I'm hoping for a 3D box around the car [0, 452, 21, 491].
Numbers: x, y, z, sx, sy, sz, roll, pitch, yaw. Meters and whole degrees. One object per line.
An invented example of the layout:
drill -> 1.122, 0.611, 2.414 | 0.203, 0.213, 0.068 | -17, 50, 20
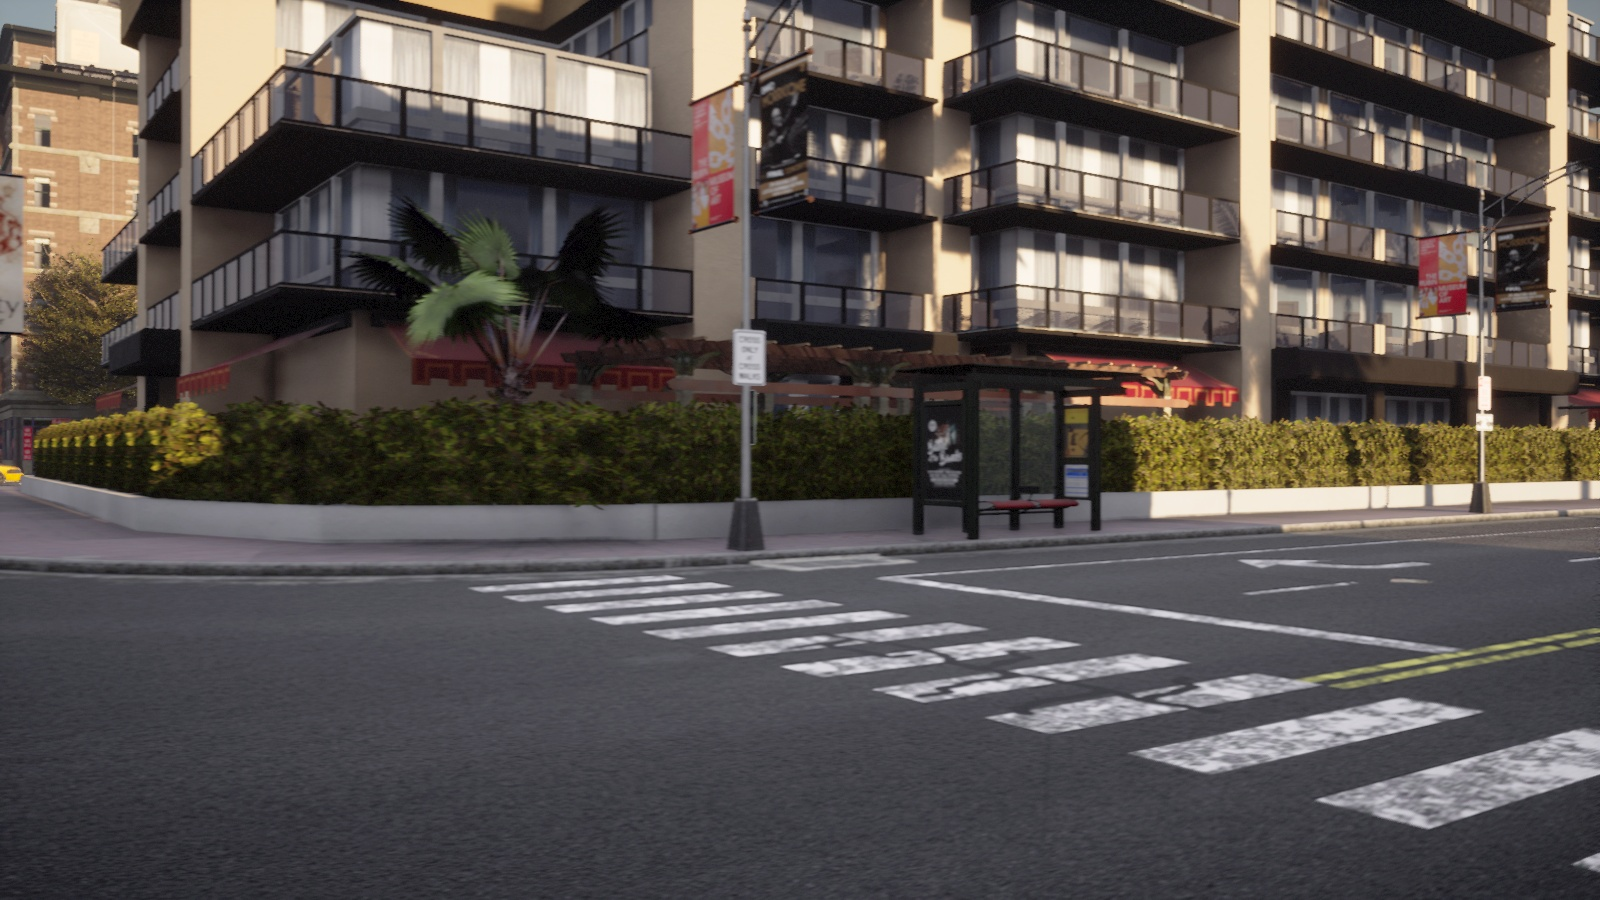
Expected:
car -> -34.663, 0.881, 50.696 | 5.366, 1.575, 1.801 | 0, 0, -36
